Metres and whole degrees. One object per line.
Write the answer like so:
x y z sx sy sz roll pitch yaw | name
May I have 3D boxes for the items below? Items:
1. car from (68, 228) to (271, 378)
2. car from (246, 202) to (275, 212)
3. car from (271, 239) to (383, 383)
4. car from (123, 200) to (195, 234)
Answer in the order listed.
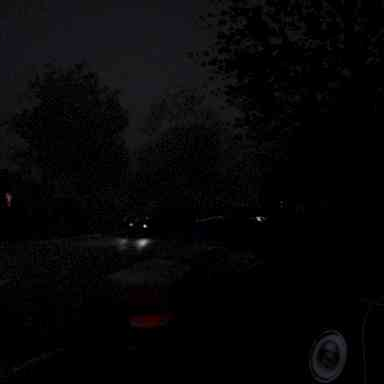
0.231 1.521 5.613 2.002 1.452 4.674 0 0 35 | car
7.253 1.626 34.985 1.812 1.442 4.674 -3 -1 35 | car
2.850 1.353 3.825 2.185 1.767 4.553 0 0 35 | car
-2.034 1.580 22.129 2.150 2.045 5.566 -3 -1 36 | car
